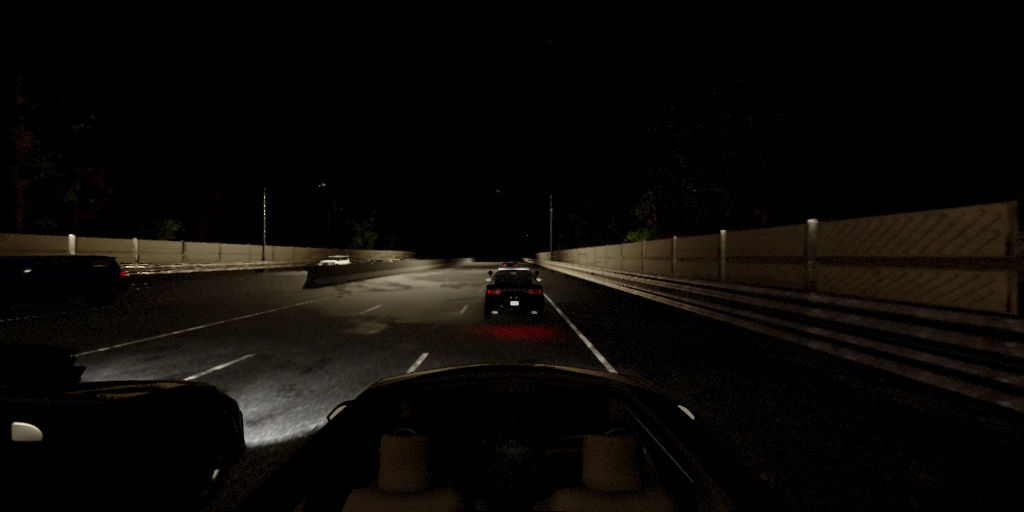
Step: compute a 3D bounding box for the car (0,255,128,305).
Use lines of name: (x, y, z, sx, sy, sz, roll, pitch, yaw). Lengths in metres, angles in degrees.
car: (-17.619, 0.976, 13.062, 2.150, 2.045, 5.566, 0, 0, 0)

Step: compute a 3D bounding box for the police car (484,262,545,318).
police car: (0.063, 1.178, 13.069, 1.930, 1.638, 5.238, 0, 0, 0)

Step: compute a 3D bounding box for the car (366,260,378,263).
car: (-21.440, 1.326, 55.451, 1.994, 1.385, 4.181, 0, 0, 0)

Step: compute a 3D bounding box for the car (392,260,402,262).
car: (-17.941, 1.288, 55.591, 1.812, 1.442, 4.674, 0, 0, 0)

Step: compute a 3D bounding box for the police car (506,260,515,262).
police car: (-0.189, 1.263, 44.013, 2.038, 1.542, 4.974, 0, 0, -1)

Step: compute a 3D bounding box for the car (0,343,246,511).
car: (-3.406, 1.314, 1.522, 1.994, 1.385, 4.181, 0, 0, 0)

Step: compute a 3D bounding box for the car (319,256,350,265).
car: (-24.913, 0.983, 50.596, 2.150, 2.045, 5.566, 0, 0, 0)

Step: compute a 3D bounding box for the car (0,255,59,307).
car: (-21.118, 0.976, 13.072, 2.150, 2.045, 5.566, 0, 0, 0)

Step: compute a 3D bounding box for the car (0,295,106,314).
car: (-6.903, 1.299, 2.485, 2.033, 1.411, 5.357, 0, 0, 0)
